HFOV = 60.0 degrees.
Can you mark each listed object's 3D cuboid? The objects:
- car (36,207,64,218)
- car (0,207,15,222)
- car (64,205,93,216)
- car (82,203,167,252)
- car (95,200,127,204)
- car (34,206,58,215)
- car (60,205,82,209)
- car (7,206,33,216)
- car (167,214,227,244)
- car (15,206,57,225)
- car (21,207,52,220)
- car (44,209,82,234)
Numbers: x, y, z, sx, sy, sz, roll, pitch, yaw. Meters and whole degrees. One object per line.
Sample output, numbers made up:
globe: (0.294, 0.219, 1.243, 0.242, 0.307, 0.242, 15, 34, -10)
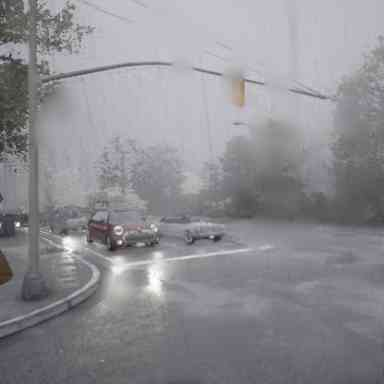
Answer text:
car: (-19.833, 2.772, 46.392, 4.181, 1.385, 1.994, -2, -2, 44)
car: (-21.094, 2.650, 37.757, 1.895, 1.301, 4.718, 0, -2, -44)
car: (-16.456, 2.670, 48.016, 4.892, 1.490, 1.837, -2, -2, 44)
car: (-3.261, 1.563, 15.236, 2.097, 1.767, 4.553, 0, -1, -33)
car: (-5.860, 1.658, 25.230, 2.150, 2.045, 5.566, 0, -1, -36)
car: (-24.051, 3.039, 54.692, 4.181, 1.385, 1.994, -2, -1, 39)
car: (-12.102, 2.232, 33.062, 2.128, 1.511, 4.902, 0, -2, -41)
car: (-27.389, 2.996, 52.906, 5.008, 1.535, 1.882, -2, -1, 39)
car: (-0.288, 1.803, 17.190, 1.895, 1.301, 4.718, 0, -1, -34)
car: (-14.183, 2.221, 30.106, 1.837, 1.490, 4.892, 0, -2, -40)
car: (-19.105, 2.574, 40.730, 1.837, 1.490, 4.892, 0, -2, -45)
car: (-8.318, 2.027, 22.665, 1.895, 1.301, 4.718, 0, -1, -36)
